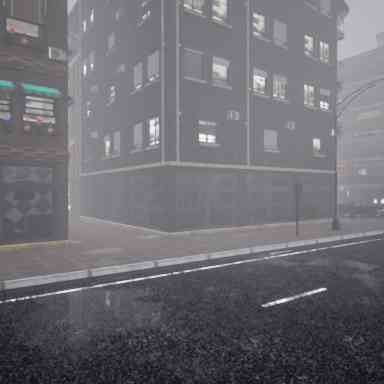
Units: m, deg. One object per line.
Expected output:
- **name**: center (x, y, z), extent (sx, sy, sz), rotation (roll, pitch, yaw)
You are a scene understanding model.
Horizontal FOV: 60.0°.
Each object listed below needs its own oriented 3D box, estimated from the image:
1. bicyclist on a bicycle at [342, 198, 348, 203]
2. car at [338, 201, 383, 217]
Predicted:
- **bicyclist on a bicycle**: center (20.459, 1.586, 44.475), extent (1.656, 1.620, 0.582), rotation (-1, 0, -36)
- **car**: center (17.184, 1.722, 34.161), extent (2.128, 1.511, 4.902), rotation (0, -1, -36)
